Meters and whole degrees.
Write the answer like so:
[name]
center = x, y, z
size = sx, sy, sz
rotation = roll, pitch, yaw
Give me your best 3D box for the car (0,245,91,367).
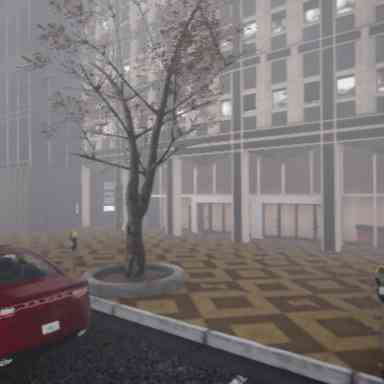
[car]
center = -3.563, 1.545, 5.426
size = 4.507, 1.381, 1.887
rotation = 0, 0, 36
